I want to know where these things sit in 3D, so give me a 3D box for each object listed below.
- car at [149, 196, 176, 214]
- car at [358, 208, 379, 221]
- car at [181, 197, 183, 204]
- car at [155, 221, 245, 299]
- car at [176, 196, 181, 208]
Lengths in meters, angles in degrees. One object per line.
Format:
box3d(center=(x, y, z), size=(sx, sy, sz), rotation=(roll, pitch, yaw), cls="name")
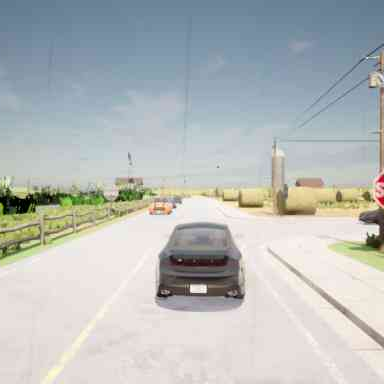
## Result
box3d(center=(-3.164, 1.352, 34.523), size=(2.097, 1.767, 4.553), rotation=(0, 0, 1), cls="car")
box3d(center=(14.156, 1.536, 23.100), size=(4.892, 1.490, 1.837), rotation=(-1, 0, -2), cls="car")
box3d(center=(-2.757, 1.504, 62.588), size=(1.837, 1.490, 4.892), rotation=(0, 0, 1), cls="car")
box3d(center=(0.270, 1.505, 8.457), size=(1.837, 1.490, 4.892), rotation=(0, 0, 4), cls="car")
box3d(center=(-3.025, 1.547, 45.067), size=(2.033, 1.411, 5.357), rotation=(0, 0, 1), cls="car")
